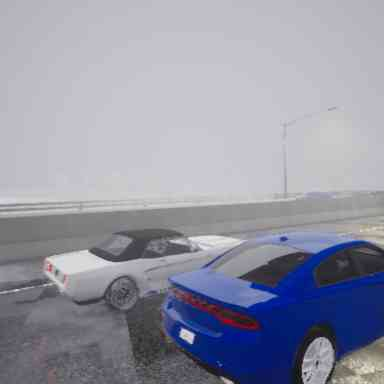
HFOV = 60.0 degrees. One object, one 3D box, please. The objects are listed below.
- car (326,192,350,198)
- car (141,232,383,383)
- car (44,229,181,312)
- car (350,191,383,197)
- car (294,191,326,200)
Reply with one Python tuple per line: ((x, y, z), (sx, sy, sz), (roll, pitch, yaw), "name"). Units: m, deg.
((17.932, 0.654, 37.489), (5.357, 1.411, 2.033), (-2, 1, -34), "car")
((1.963, 1.364, 5.098), (5.008, 1.535, 1.882), (-2, 1, -35), "car")
((-0.656, 1.502, 7.540), (4.718, 1.301, 1.895), (-2, 1, -35), "car")
((18.640, 0.624, 33.750), (5.008, 1.535, 1.882), (-2, 1, -34), "car")
((14.125, 0.632, 39.147), (5.008, 1.535, 1.882), (-2, 1, -34), "car")
